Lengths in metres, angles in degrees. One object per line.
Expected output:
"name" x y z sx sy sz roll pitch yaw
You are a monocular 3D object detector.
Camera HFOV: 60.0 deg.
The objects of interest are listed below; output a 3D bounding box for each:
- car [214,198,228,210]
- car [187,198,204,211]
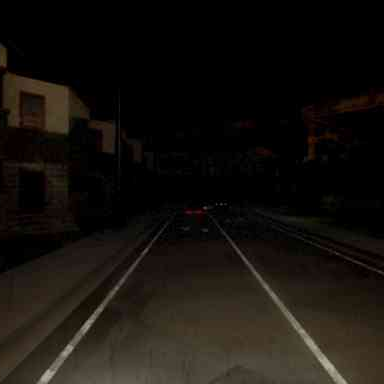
"car" 3.735 1.525 42.597 2.033 1.411 5.357 0 0 5
"car" 0.436 1.470 41.078 2.128 1.511 4.902 0 0 4
